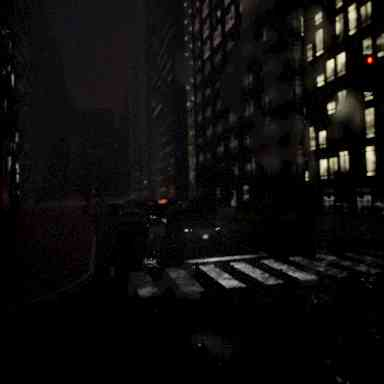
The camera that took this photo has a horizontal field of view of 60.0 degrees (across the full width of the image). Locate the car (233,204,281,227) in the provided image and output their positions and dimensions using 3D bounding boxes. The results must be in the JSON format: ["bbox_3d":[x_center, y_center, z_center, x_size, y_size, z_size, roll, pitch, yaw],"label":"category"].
[{"bbox_3d":[4.137,1.503,22.319,1.752,1.417,4.829,-1,0,-16],"label":"car"}]

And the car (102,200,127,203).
[{"bbox_3d":[-8.652,1.871,36.943,2.008,1.369,4.403,-1,0,-16],"label":"car"}]

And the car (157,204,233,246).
[{"bbox_3d":[-0.087,1.589,16.059,2.128,1.511,4.902,-2,0,-16],"label":"car"}]

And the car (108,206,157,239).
[{"bbox_3d":[-3.454,1.741,18.619,2.008,1.369,4.403,-1,0,-16],"label":"car"}]

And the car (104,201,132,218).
[{"bbox_3d":[-7.119,1.848,31.512,1.947,1.339,4.313,-1,0,-16],"label":"car"}]

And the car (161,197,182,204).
[{"bbox_3d":[-2.794,1.652,48.680,1.837,1.490,4.892,-2,0,-16],"label":"car"}]

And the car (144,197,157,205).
[{"bbox_3d":[-8.258,1.826,66.406,1.887,1.381,4.507,-1,0,-16],"label":"car"}]

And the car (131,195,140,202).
[{"bbox_3d":[-15.919,1.776,93.553,2.192,1.841,5.009,-1,0,-16],"label":"car"}]

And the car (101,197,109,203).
[{"bbox_3d":[-22.440,2.090,85.821,1.967,1.590,4.097,-1,0,-16],"label":"car"}]

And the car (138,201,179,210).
[{"bbox_3d":[-2.604,1.667,25.005,1.837,1.490,4.892,-2,0,-16],"label":"car"}]

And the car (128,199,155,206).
[{"bbox_3d":[-5.395,1.758,34.939,1.812,1.442,4.674,-2,0,-16],"label":"car"}]

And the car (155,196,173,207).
[{"bbox_3d":[-4.722,1.548,55.380,2.097,1.767,4.553,-2,0,-16],"label":"car"}]

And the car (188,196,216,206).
[{"bbox_3d":[0.926,1.373,33.829,2.192,1.841,5.009,-1,0,-16],"label":"car"}]

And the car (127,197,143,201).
[{"bbox_3d":[-8.183,1.806,44.969,1.837,1.490,4.892,-2,0,-15],"label":"car"}]

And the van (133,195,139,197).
[{"bbox_3d":[-12.856,1.731,82.694,1.690,1.788,3.998,-1,0,-16],"label":"van"}]

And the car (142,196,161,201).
[{"bbox_3d":[-5.945,1.740,48.636,1.837,1.490,4.892,-2,0,-16],"label":"car"}]
